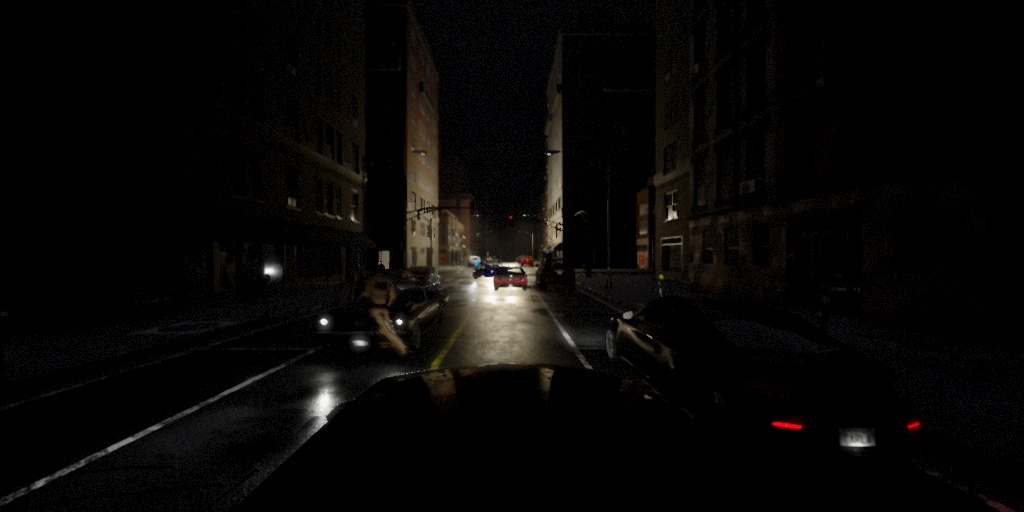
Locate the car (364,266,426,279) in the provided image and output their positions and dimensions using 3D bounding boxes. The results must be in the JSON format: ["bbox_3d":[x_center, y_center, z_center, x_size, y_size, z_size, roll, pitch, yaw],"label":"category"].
[{"bbox_3d":[-5.450,1.249,16.095,1.888,1.381,4.507,0,0,0],"label":"car"}]

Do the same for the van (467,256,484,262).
[{"bbox_3d":[-5.631,0.918,53.569,1.690,1.789,3.998,0,0,0],"label":"van"}]

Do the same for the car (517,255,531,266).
[{"bbox_3d":[2.458,0.874,59.012,2.192,1.841,5.009,0,0,0],"label":"car"}]

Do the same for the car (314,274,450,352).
[{"bbox_3d":[-2.877,1.328,8.996,1.895,1.301,4.718,0,0,0],"label":"car"}]

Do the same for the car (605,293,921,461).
[{"bbox_3d":[2.735,1.266,5.154,1.812,1.442,4.674,0,0,0],"label":"car"}]

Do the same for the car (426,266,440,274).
[{"bbox_3d":[-5.473,1.251,21.606,1.948,1.339,4.313,0,0,0],"label":"car"}]

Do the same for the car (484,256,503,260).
[{"bbox_3d":[-3.065,1.108,58.518,2.033,1.411,5.357,0,0,0],"label":"car"}]

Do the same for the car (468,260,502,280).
[{"bbox_3d":[-1.799,1.260,29.997,1.895,1.301,4.718,0,0,12],"label":"car"}]

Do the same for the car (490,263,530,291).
[{"bbox_3d":[-0.074,1.288,21.335,1.895,1.301,4.718,0,0,0],"label":"car"}]

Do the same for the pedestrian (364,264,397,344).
[{"bbox_3d":[-2.433,1.019,6.488,0.375,1.860,0.375,-3,-14,4],"label":"pedestrian"}]

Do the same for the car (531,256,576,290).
[{"bbox_3d":[2.552,1.001,21.641,2.192,1.841,5.009,0,0,0],"label":"car"}]
